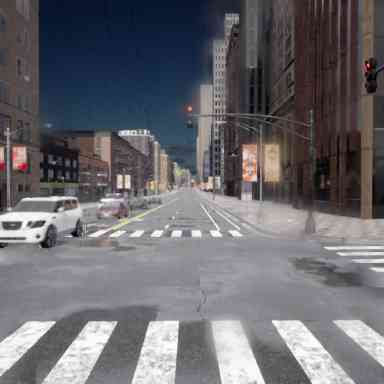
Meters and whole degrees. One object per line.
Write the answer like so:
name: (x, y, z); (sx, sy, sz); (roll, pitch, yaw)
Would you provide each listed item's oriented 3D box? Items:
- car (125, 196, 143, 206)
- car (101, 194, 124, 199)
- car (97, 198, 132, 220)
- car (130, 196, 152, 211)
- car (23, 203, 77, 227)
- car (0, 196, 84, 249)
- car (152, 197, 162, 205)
car: (-9.773, 1.494, 56.603); (2.128, 1.511, 4.902); (0, 0, 1)
car: (-9.838, 1.230, 41.386); (2.150, 2.045, 5.566); (0, 0, 0)
car: (-6.597, 1.530, 27.997); (1.812, 1.442, 4.674); (0, 0, 0)
car: (-6.588, 1.511, 41.434); (1.837, 1.490, 4.892); (0, 0, 0)
car: (-9.845, 1.567, 23.470); (1.994, 1.385, 4.181); (0, 0, 0)
car: (-6.595, 1.224, 14.851); (2.150, 2.045, 5.566); (0, 0, 0)
car: (-6.493, 1.570, 59.889); (1.994, 1.385, 4.181); (0, 0, 0)
